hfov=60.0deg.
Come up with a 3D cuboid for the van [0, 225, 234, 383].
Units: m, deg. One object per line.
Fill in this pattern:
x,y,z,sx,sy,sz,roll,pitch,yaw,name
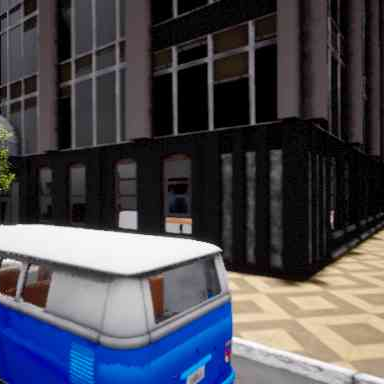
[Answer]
-1.476,1.357,3.933,3.998,1.788,1.690,0,0,36,van
